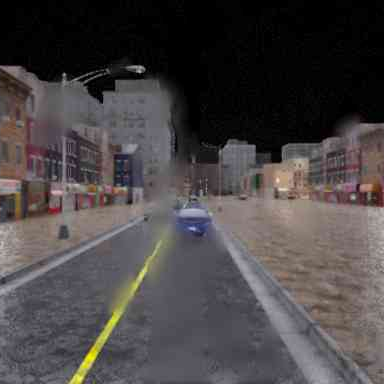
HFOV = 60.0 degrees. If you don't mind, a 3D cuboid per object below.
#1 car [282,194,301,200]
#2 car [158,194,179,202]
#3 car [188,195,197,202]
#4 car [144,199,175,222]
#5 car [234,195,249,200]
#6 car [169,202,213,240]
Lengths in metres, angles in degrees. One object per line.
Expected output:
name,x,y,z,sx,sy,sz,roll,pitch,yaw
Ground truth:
car,26.718,1.371,90.856,4.097,1.590,1.967,0,1,0
car,-2.658,1.263,38.950,2.150,2.045,5.566,0,0,0
car,0.190,1.426,76.917,2.097,1.767,4.553,0,0,0
car,-2.693,1.533,26.807,1.837,1.490,4.892,0,0,0
car,13.489,1.482,90.851,4.097,1.590,1.967,0,1,0
car,0.039,1.495,17.256,1.882,1.535,5.008,0,0,0
